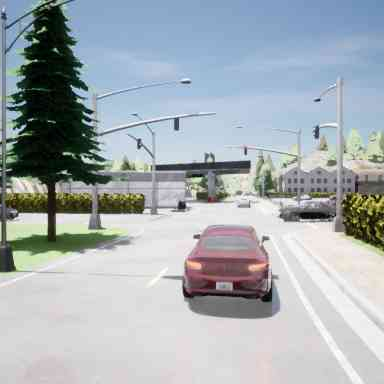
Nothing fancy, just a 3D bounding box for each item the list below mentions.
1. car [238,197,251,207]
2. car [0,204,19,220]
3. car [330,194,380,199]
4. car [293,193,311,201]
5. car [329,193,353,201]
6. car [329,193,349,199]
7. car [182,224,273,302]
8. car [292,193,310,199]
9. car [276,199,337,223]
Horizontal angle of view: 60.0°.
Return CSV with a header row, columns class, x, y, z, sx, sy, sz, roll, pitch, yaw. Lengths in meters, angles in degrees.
class,x,y,z,sx,sy,sz,roll,pitch,yaw
car,7.974,1.525,50.915,1.812,1.442,4.674,0,0,10
car,-16.205,1.491,26.282,4.902,1.511,2.128,0,0,9
car,19.087,1.339,38.929,4.514,1.523,2.007,0,0,9
car,26.042,1.077,79.052,3.866,1.878,1.905,0,0,9
car,33.290,1.097,74.560,4.605,1.855,1.932,0,0,9
car,19.533,1.330,42.034,5.027,1.636,2.152,0,0,9
car,0.941,1.526,8.249,1.812,1.442,4.674,0,0,9
car,24.912,1.361,75.867,3.806,1.475,1.970,0,0,9
car,8.860,1.492,25.081,4.902,1.511,2.128,0,0,-6
